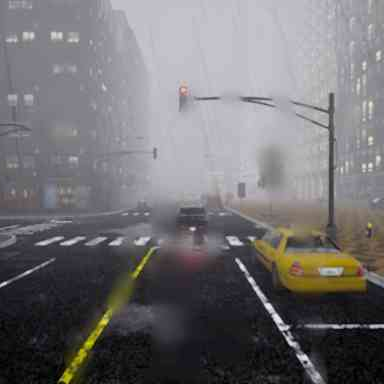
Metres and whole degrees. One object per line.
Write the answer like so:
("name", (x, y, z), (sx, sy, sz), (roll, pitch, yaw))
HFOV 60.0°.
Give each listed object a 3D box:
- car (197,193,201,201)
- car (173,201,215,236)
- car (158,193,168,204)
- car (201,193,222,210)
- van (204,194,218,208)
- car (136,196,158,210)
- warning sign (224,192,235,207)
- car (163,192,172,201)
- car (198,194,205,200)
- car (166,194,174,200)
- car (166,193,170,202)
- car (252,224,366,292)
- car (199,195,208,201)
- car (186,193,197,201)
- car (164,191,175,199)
("car", (2.547, 1.132, 63.077), (2.192, 1.841, 5.009), (0, 0, 0))
("car", (0.033, 1.470, 18.146), (1.837, 1.490, 4.892), (0, 1, 0))
("car", (-5.820, 1.378, 57.533), (2.008, 1.369, 4.403), (0, 0, 0))
("car", (2.596, 1.182, 40.971), (2.192, 1.841, 5.009), (0, 0, 0))
("van", (2.584, 1.194, 46.497), (1.690, 1.788, 3.998), (0, 0, 0))
("car", (-5.783, 1.418, 40.953), (2.008, 1.369, 4.403), (0, 0, 0))
("warning sign", (4.975, 0.974, 44.232), (1.300, 1.860, 1.060), (0, 0, 0))
("car", (-5.845, 1.246, 68.586), (1.967, 1.590, 4.097), (0, 0, 0))
("car", (2.487, 1.294, 90.881), (1.752, 1.417, 4.829), (0, 0, 0))
("car", (-5.892, 1.294, 90.523), (1.752, 1.417, 4.829), (0, 0, 0))
("car", (-5.832, 1.361, 63.059), (1.887, 1.381, 4.507), (0, 0, 0))
("car", (2.668, 1.494, 8.729), (1.752, 1.417, 4.829), (0, 0, 0))
("car", (2.524, 1.341, 74.131), (1.887, 1.381, 4.507), (0, 0, 0))
("car", (-0.154, 1.159, 70.128), (2.097, 1.767, 4.553), (0, 0, 0))
("car", (-5.869, 1.226, 79.639), (1.967, 1.590, 4.097), (0, 0, 0))
